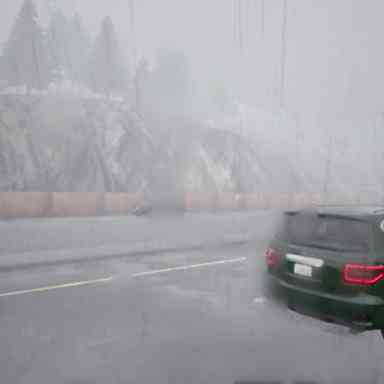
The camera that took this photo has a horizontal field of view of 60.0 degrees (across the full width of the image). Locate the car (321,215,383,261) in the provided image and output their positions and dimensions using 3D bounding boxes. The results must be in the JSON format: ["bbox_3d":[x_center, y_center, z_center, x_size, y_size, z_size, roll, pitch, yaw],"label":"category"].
[{"bbox_3d":[7.449,1.725,13.468,4.718,1.301,1.895,1,0,-36],"label":"car"}]

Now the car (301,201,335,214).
[{"bbox_3d":[15.657,1.906,41.261,4.181,1.385,1.994,1,0,-36],"label":"car"}]

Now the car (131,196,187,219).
[{"bbox_3d":[-3.062,1.406,32.036,5.566,2.045,2.150,1,-1,-36],"label":"car"}]

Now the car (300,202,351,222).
[{"bbox_3d":[12.107,1.730,30.055,5.008,1.535,1.882,1,-1,-36],"label":"car"}]

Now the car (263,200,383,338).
[{"bbox_3d":[3.843,1.283,6.559,5.566,2.045,2.150,1,0,-36],"label":"car"}]

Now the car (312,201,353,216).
[{"bbox_3d":[15.699,1.793,36.975,5.008,1.535,1.882,1,-1,-36],"label":"car"}]

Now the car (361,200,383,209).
[{"bbox_3d":[30.666,2.080,56.380,4.181,1.385,1.994,1,0,-35],"label":"car"}]
